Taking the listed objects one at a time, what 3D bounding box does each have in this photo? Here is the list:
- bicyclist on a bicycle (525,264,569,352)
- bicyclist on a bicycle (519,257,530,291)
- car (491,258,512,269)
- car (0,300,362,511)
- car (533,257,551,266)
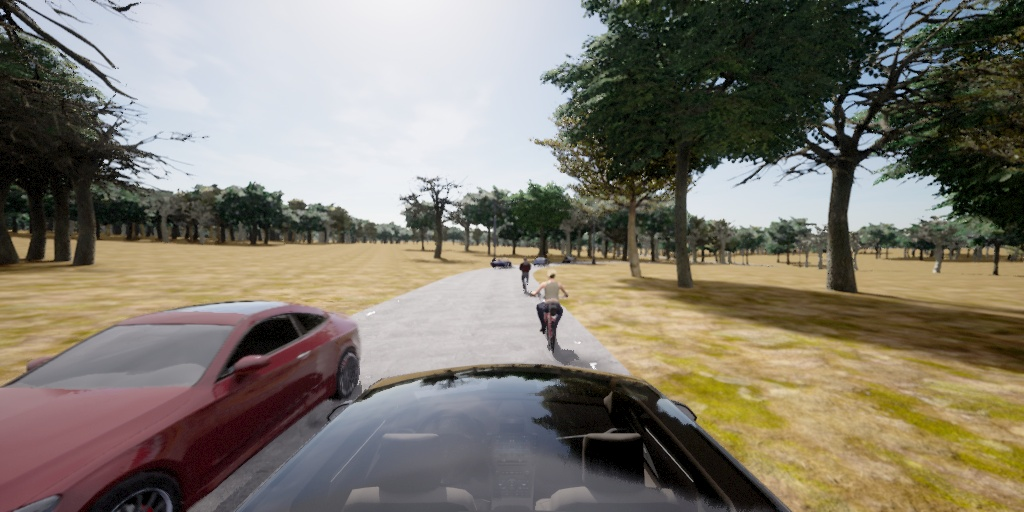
[{"bbox_3d":[0.799,1.066,7.514,0.866,1.612,1.509,1,1,-1],"label":"bicyclist on a bicycle"},{"bbox_3d":[0.655,0.941,17.938,0.659,1.776,1.843,0,1,-1],"label":"bicyclist on a bicycle"},{"bbox_3d":[-1.326,0.978,46.478,1.895,1.301,4.718,0,0,12],"label":"car"},{"bbox_3d":[-3.119,1.248,3.609,1.812,1.442,4.674,0,1,0],"label":"car"},{"bbox_3d":[4.819,0.903,57.201,2.033,1.411,5.357,1,0,18],"label":"car"}]
